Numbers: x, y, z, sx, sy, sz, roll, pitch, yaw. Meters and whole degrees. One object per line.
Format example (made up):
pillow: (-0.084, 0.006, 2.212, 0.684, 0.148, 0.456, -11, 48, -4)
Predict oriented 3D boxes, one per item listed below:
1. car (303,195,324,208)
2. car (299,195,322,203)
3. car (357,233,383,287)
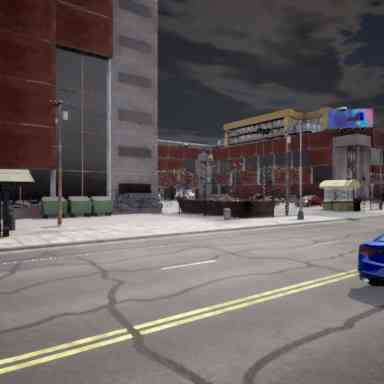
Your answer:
car: (16.677, 1.254, 47.155, 4.553, 1.767, 2.185, 0, 0, -36)
car: (23.565, 1.419, 66.224, 4.674, 1.452, 2.002, 0, 0, -36)
car: (6.057, 1.478, 8.134, 5.008, 1.535, 1.882, 0, 0, -35)
